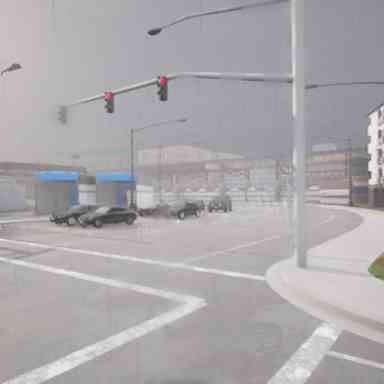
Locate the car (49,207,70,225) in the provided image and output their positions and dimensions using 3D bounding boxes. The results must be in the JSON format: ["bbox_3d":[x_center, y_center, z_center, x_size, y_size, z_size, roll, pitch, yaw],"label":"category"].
[{"bbox_3d":[-8.736,1.746,26.210,1.837,1.490,4.892,-1,0,36],"label":"car"}]

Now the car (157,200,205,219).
[{"bbox_3d":[-0.899,1.709,31.476,1.837,1.490,4.892,-1,0,30],"label":"car"}]

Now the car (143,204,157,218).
[{"bbox_3d":[-3.507,1.843,33.821,1.895,1.301,4.718,-1,0,30],"label":"car"}]

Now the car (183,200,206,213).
[{"bbox_3d":[0.408,1.770,43.010,1.837,1.490,4.892,-1,0,15],"label":"car"}]

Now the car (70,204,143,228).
[{"bbox_3d":[-6.026,1.729,23.986,1.812,1.442,4.674,-1,0,36],"label":"car"}]

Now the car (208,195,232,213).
[{"bbox_3d":[3.522,1.447,41.193,2.150,2.045,5.566,-1,0,16],"label":"car"}]
